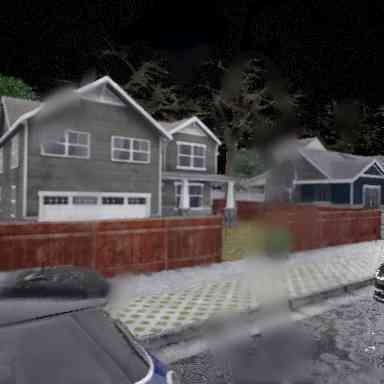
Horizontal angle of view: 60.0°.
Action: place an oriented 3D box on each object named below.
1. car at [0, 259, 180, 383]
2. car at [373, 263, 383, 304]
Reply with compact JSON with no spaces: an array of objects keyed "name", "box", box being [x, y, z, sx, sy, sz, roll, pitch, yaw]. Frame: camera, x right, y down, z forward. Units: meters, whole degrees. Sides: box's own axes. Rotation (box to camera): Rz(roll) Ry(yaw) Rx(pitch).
[{"name":"car","box":[-2.205,1.338,1.498,4.553,1.767,2.097,1,-1,-35]},{"name":"car","box":[5.828,1.630,7.218,4.892,1.490,1.837,1,-1,-35]}]
